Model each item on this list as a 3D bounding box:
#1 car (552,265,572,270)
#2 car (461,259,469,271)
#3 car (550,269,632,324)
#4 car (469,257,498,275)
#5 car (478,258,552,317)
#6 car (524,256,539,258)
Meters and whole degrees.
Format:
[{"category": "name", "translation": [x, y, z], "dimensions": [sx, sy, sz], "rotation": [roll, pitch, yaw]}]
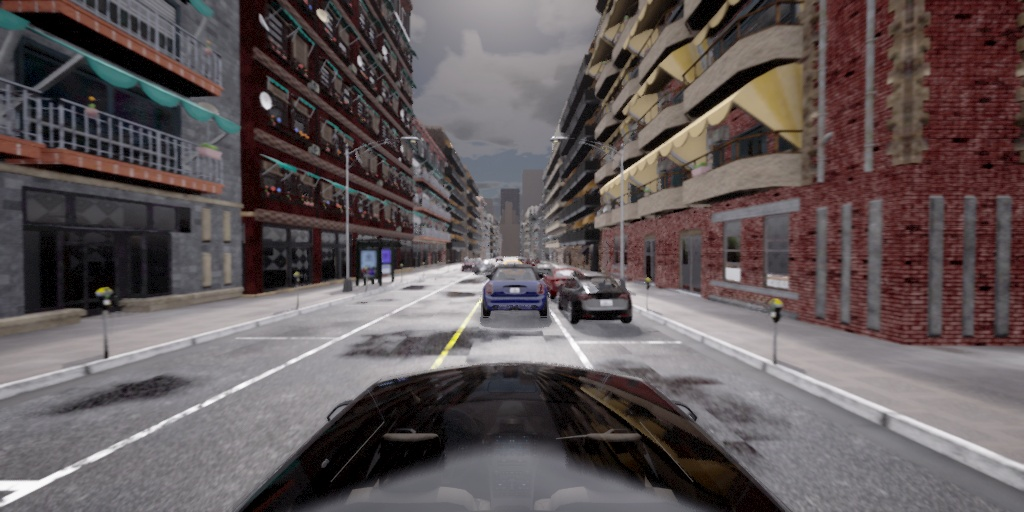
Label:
[{"category": "car", "translation": [2.538, 1.244, 17.333], "dimensions": [1.888, 1.381, 4.507], "rotation": [0, 0, 0]}, {"category": "car", "translation": [-5.298, 1.051, 45.892], "dimensions": [1.967, 1.591, 4.097], "rotation": [0, 0, 0]}, {"category": "car", "translation": [2.536, 1.283, 11.668], "dimensions": [1.948, 1.339, 4.313], "rotation": [0, 0, 0]}, {"category": "car", "translation": [-2.830, 1.130, 36.943], "dimensions": [2.128, 1.511, 4.902], "rotation": [0, 0, 0]}, {"category": "car", "translation": [0.096, 1.064, 13.096], "dimensions": [2.097, 1.767, 4.553], "rotation": [0, 0, 0]}, {"category": "car", "translation": [2.572, 0.927, 45.654], "dimensions": [2.192, 1.841, 5.009], "rotation": [0, 0, 0]}]
